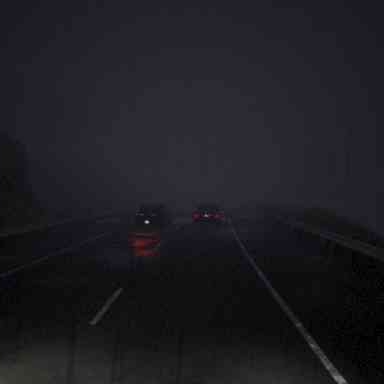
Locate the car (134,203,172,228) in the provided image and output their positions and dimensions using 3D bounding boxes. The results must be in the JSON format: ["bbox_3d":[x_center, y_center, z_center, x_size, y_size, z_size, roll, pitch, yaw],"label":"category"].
[{"bbox_3d":[-2.497,1.524,22.183,1.837,1.490,4.892,0,0,4],"label":"car"}]

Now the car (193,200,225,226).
[{"bbox_3d":[1.125,1.569,23.739,2.033,1.411,5.357,0,0,5],"label":"car"}]

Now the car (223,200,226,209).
[{"bbox_3d":[3.306,1.639,42.145,1.895,1.301,4.718,0,0,9],"label":"car"}]
